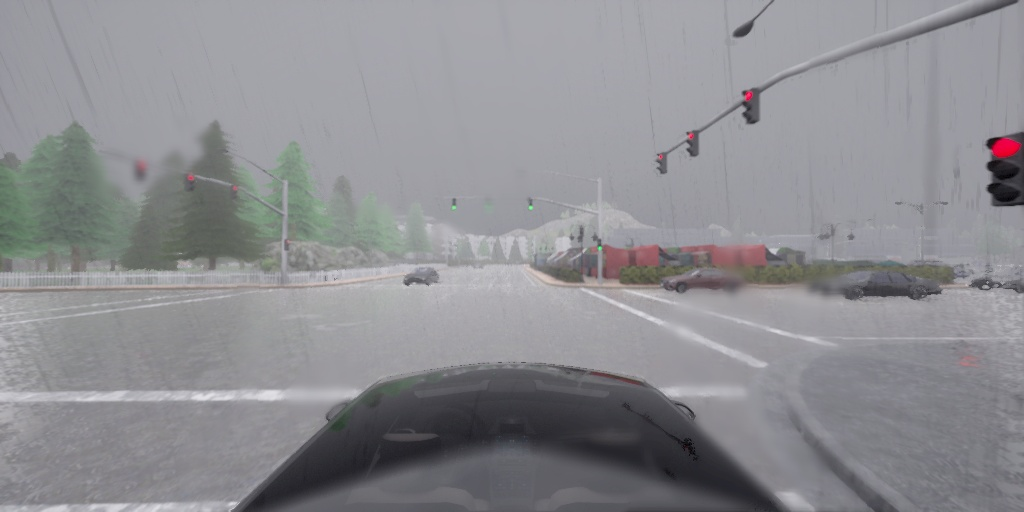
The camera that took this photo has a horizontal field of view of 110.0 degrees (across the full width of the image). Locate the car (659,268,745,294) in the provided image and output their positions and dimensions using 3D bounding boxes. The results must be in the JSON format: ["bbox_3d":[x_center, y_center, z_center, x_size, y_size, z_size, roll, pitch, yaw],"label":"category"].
[{"bbox_3d":[11.155,1.432,21.149,4.674,1.442,1.812,0,-1,0],"label":"car"}]

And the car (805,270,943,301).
[{"bbox_3d":[17.729,1.416,17.690,5.357,1.411,2.033,0,-1,0],"label":"car"}]

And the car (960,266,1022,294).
[{"bbox_3d":[30.695,1.455,21.284,5.357,1.411,2.033,0,-1,0],"label":"car"}]

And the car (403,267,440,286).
[{"bbox_3d":[-7.010,1.597,28.378,2.033,1.411,5.357,0,0,0],"label":"car"}]
